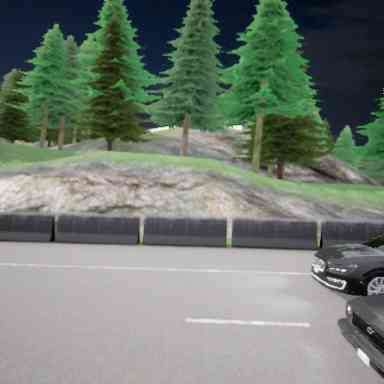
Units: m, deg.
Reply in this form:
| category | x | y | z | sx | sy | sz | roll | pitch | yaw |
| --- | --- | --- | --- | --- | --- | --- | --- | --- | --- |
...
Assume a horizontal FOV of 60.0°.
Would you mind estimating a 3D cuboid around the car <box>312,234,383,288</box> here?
| category | x | y | z | sx | sy | sz | roll | pitch | yaw |
| --- | --- | --- | --- | --- | --- | --- | --- | --- | --- |
| car | 5.213 | 1.553 | 7.316 | 4.892 | 1.490 | 1.837 | 2 | 1 | 2 |

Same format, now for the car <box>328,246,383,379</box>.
| category | x | y | z | sx | sy | sz | roll | pitch | yaw |
| --- | --- | --- | --- | --- | --- | --- | --- | --- | --- |
| car | 4.698 | 1.616 | 3.836 | 5.357 | 1.411 | 2.033 | 1 | 1 | 2 |
